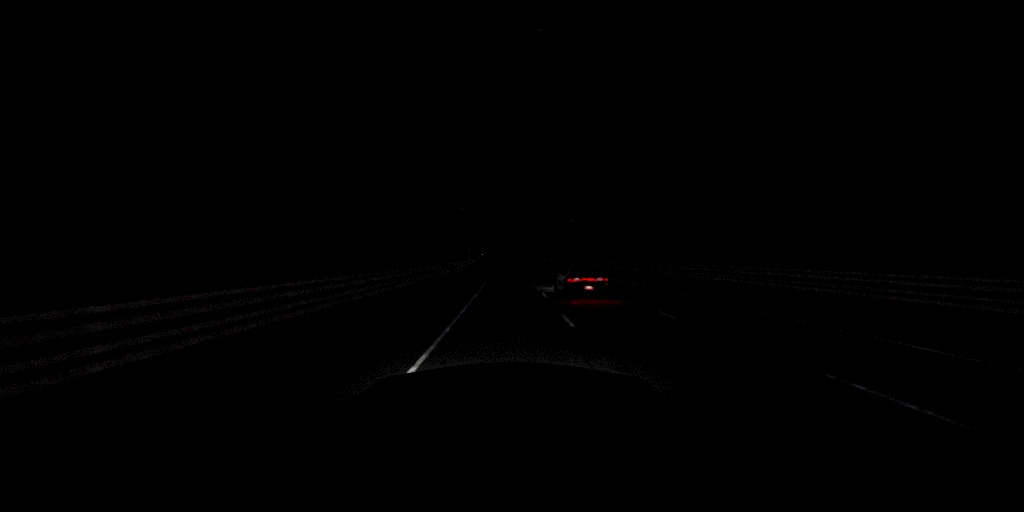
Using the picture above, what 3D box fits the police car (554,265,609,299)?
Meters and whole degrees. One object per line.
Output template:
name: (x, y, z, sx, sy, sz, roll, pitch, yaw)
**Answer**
police car: (3.375, 1.255, 18.348, 2.038, 1.542, 4.974, 0, 0, -1)
